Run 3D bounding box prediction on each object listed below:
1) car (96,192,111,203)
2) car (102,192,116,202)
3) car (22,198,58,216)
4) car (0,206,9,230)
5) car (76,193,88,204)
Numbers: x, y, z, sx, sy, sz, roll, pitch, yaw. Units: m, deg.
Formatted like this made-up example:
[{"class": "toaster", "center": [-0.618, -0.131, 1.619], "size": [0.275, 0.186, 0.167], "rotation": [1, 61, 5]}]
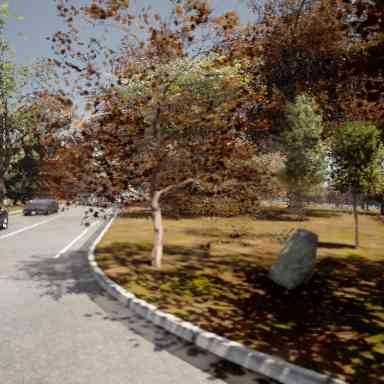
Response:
[{"class": "car", "center": [-12.588, 0.949, 47.421], "size": [2.033, 1.411, 5.357], "rotation": [0, 1, -10]}, {"class": "car", "center": [-14.361, 0.804, 57.689], "size": [1.882, 1.535, 5.008], "rotation": [0, 0, -10]}, {"class": "car", "center": [-13.068, 1.224, 29.071], "size": [2.033, 1.411, 5.357], "rotation": [0, 1, -10]}, {"class": "car", "center": [-10.986, 1.352, 16.961], "size": [1.837, 1.490, 4.892], "rotation": [0, 1, -10]}, {"class": "car", "center": [-16.342, 0.876, 48.428], "size": [2.128, 1.511, 4.902], "rotation": [0, 0, -9]}]
